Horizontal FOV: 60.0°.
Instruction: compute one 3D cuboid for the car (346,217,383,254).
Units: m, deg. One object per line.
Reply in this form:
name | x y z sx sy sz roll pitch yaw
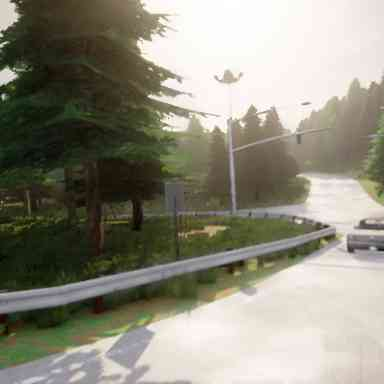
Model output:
car | 7.795 1.760 13.887 1.895 1.301 4.718 -2 -2 35
